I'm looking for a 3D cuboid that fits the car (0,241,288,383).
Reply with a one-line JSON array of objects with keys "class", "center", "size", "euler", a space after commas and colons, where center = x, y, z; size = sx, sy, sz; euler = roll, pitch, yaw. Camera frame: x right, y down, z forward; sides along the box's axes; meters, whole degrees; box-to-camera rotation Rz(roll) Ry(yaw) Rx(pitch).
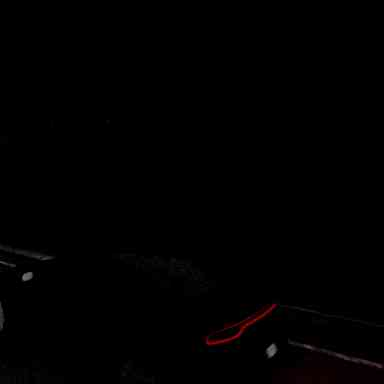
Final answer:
[{"class": "car", "center": [-1.167, 1.478, 4.915], "size": [5.008, 1.535, 1.882], "euler": [0, 0, 36]}]
